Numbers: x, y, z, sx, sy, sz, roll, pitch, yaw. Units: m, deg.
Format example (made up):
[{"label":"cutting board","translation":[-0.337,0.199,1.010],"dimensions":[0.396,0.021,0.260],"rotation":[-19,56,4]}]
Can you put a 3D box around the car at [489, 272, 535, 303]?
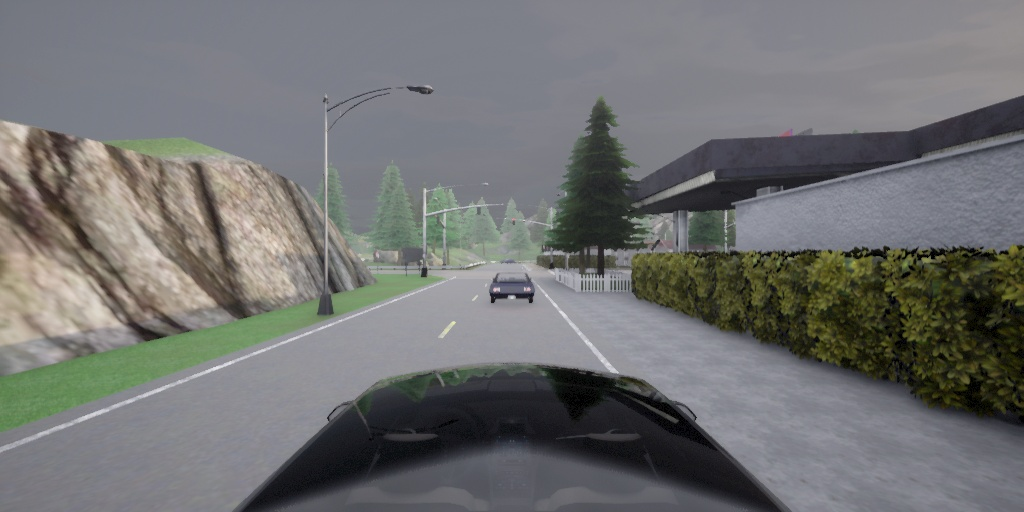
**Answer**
[{"label":"car","translation":[0.000,1.364,16.530],"dimensions":[1.895,1.301,4.718],"rotation":[0,0,0]}]
